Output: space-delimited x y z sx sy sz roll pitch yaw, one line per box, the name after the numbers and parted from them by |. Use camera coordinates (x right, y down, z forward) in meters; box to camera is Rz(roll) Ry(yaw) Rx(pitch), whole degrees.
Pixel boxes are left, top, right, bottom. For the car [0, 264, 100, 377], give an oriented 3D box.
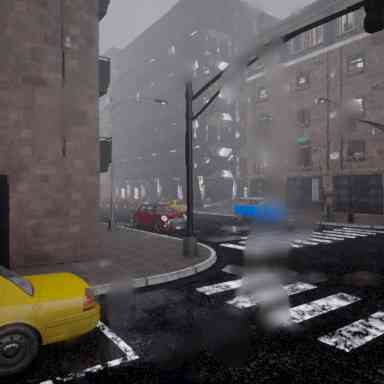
-3.624 1.526 3.980 4.829 1.417 1.752 0 0 -36 | car

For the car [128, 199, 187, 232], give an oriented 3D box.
-1.917 1.441 19.979 1.967 1.590 4.097 0 0 -36 | car

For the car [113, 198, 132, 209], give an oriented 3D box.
-8.429 1.463 43.213 1.887 1.381 4.507 -1 0 -36 | car

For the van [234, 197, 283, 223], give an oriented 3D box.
4.875 1.280 24.887 1.690 1.788 3.998 0 0 -36 | van

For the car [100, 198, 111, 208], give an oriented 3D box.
-11.755 1.463 47.795 1.887 1.381 4.507 -1 0 -36 | car
